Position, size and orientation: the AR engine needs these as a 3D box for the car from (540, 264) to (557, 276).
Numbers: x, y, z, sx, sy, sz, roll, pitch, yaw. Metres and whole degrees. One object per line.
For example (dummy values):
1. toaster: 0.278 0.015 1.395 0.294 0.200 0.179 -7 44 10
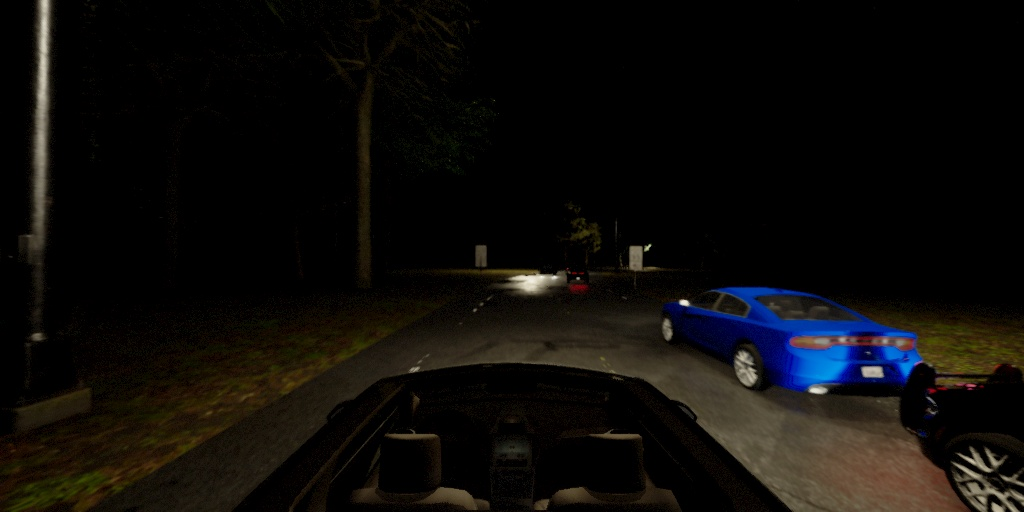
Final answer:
1. car: 4.752 1.750 46.507 1.882 1.535 5.008 1 -1 12

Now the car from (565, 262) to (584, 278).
1. car: 7.547 1.621 42.916 2.097 1.767 4.553 1 -1 12

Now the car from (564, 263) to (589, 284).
1. car: 5.694 1.607 31.496 1.837 1.490 4.892 1 -1 8

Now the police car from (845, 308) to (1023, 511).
1. police car: 4.511 1.223 1.166 1.930 1.638 5.238 1 0 0

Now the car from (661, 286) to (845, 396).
1. car: 4.597 1.326 6.981 1.882 1.535 5.008 1 0 2
